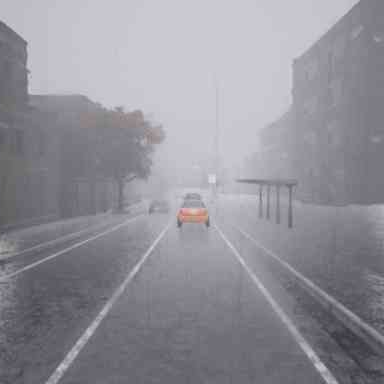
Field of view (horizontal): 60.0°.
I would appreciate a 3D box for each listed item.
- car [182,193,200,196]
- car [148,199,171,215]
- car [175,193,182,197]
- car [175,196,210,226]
[{"bbox_3d":[0.147,1.113,42.759,2.150,2.045,5.566,0,1,0],"label":"car"},{"bbox_3d":[-3.188,1.461,33.251,2.128,1.511,4.902,0,0,1],"label":"car"},{"bbox_3d":[-2.756,0.960,74.551,2.128,1.511,4.902,0,1,0],"label":"car"},{"bbox_3d":[0.105,1.357,23.522,2.097,1.767,4.553,0,0,0],"label":"car"}]
